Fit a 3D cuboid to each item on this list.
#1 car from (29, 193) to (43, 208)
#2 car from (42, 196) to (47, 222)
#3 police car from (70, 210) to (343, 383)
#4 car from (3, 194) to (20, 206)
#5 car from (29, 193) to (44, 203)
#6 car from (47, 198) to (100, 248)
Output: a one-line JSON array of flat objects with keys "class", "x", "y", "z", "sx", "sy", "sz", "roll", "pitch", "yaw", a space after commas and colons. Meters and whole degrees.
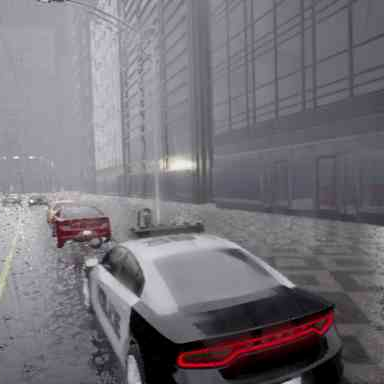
[{"class": "car", "x": -18.066, "y": 1.076, "z": 39.111, "sx": 1.895, "sy": 1.301, "sz": 4.718, "roll": -3, "pitch": 2, "yaw": -26}, {"class": "car", "x": -7.444, "y": 1.138, "z": 19.335, "sx": 1.801, "sy": 1.575, "sz": 5.366, "roll": -3, "pitch": 2, "yaw": -26}, {"class": "police car", "x": -0.392, "y": 1.284, "z": 4.884, "sx": 1.930, "sy": 1.638, "sz": 5.238, "roll": -3, "pitch": 2, "yaw": -26}, {"class": "car", "x": -24.195, "y": 1.009, "z": 44.777, "sx": 2.128, "sy": 1.511, "sz": 4.902, "roll": -3, "pitch": 2, "yaw": -26}, {"class": "car", "x": -23.616, "y": 0.865, "z": 50.427, "sx": 1.812, "sy": 1.442, "sz": 4.674, "roll": -3, "pitch": 2, "yaw": -26}, {"class": "car", "x": -4.728, "y": 1.228, "z": 13.773, "sx": 1.882, "sy": 1.535, "sz": 5.008, "roll": -3, "pitch": 2, "yaw": -26}]
